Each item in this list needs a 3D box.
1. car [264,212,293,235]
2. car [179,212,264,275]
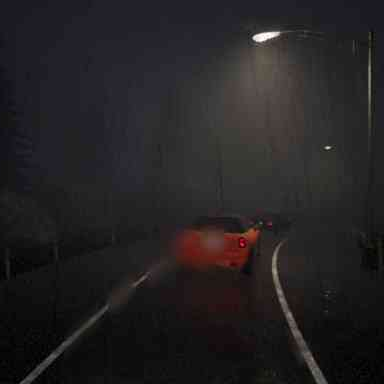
[{"bbox_3d":[5.408,2.077,22.673,2.033,1.411,5.357,1,-2,29],"label":"car"},{"bbox_3d":[1.133,1.481,11.175,2.097,1.767,4.553,0,-1,15],"label":"car"}]
